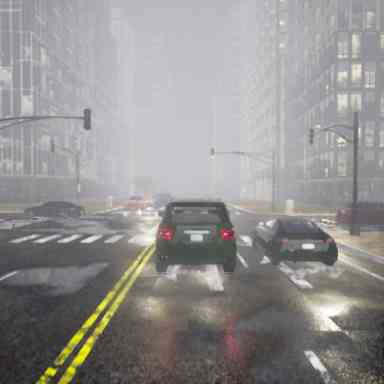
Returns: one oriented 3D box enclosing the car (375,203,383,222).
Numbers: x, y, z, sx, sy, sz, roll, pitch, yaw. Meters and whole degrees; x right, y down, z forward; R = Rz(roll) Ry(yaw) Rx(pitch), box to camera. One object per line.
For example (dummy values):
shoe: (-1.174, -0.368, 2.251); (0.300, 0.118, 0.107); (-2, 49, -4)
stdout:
car: (16.855, 1.616, 25.849); (4.181, 1.385, 1.994); (0, 1, 1)

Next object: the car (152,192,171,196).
car: (-3.367, 1.081, 41.373); (2.150, 2.045, 5.566); (0, 0, -1)

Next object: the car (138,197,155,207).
car: (-6.577, 1.433, 48.574); (1.895, 1.301, 4.718); (0, 0, 0)

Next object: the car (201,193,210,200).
car: (3.242, 1.010, 81.281); (1.882, 1.535, 5.008); (0, 0, 0)

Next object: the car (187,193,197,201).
car: (-0.008, 1.091, 72.853); (2.097, 1.767, 4.553); (0, 0, 0)

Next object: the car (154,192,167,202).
car: (-6.508, 0.976, 69.398); (2.150, 2.045, 5.566); (0, 0, 0)

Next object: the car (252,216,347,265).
car: (3.343, 1.525, 11.548); (1.994, 1.385, 4.181); (0, 0, 0)

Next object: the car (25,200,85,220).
car: (-10.603, 1.341, 25.821); (4.674, 1.442, 1.812); (1, 1, 14)

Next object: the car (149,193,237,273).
car: (0.069, 1.186, 10.666); (2.150, 2.045, 5.566); (0, 0, -1)

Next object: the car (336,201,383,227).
car: (12.400, 1.425, 22.734); (4.553, 1.767, 2.097); (0, 1, -4)

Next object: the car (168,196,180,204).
car: (-3.257, 1.384, 61.238); (1.895, 1.301, 4.718); (0, 0, 0)

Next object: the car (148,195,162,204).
car: (-6.506, 1.270, 58.828); (1.882, 1.535, 5.008); (0, 0, 0)

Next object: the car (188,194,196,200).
car: (-0.009, 1.219, 82.532); (1.812, 1.442, 4.674); (0, 0, 0)

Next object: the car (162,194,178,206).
car: (-3.319, 1.174, 51.185); (2.097, 1.767, 4.553); (0, 0, 0)

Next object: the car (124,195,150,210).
car: (-6.627, 1.218, 39.584); (2.097, 1.767, 4.553); (0, 0, 1)

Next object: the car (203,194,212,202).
car: (3.243, 1.259, 71.282); (1.812, 1.442, 4.674); (0, 0, 0)
